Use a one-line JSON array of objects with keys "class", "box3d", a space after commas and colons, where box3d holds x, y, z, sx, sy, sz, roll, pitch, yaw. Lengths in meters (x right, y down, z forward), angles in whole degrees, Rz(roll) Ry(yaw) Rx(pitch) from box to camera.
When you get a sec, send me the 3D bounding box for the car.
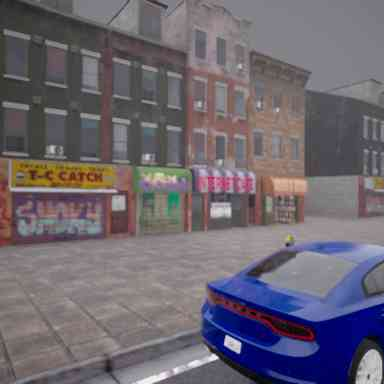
[{"class": "car", "box3d": [2.455, 1.492, 5.017, 5.008, 1.535, 1.882, 0, 0, -35]}]
